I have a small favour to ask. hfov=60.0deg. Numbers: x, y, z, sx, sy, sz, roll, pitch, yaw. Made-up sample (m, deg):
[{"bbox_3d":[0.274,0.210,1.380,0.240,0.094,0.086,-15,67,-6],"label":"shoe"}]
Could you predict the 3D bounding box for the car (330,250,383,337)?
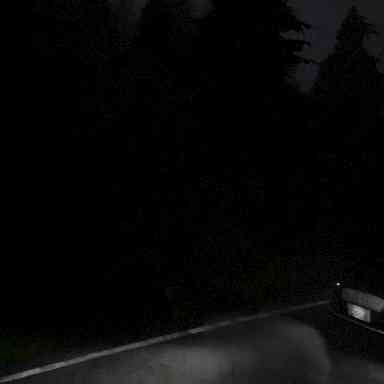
[{"bbox_3d":[4.663,1.499,5.858,4.902,1.511,2.128,0,-1,-24],"label":"car"}]
